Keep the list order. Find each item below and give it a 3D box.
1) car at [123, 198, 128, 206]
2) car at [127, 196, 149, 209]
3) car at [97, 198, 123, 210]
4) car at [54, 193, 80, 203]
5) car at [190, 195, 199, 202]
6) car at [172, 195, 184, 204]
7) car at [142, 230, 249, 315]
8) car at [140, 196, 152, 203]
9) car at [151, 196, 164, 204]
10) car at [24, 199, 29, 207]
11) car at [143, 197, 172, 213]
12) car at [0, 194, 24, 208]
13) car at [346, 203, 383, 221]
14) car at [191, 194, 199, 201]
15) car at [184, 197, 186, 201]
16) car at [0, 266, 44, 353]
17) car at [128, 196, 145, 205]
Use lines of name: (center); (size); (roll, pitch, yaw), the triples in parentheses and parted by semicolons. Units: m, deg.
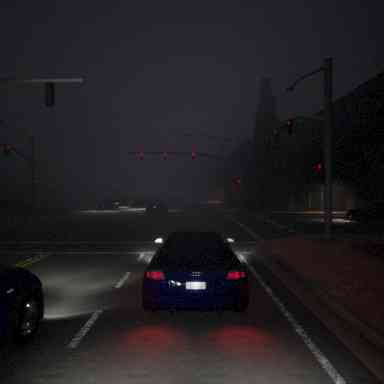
car: (-10.526, 1.564, 51.801); (1.994, 1.385, 4.181); (0, 0, 4)
car: (-7.169, 1.564, 46.102); (1.994, 1.385, 4.181); (0, 0, 2)
car: (-10.734, 1.505, 42.892); (1.837, 1.490, 4.892); (0, 0, 1)
car: (-24.937, 1.156, 65.664); (3.866, 1.878, 1.905); (0, 0, 0)
car: (0.584, 1.535, 72.637); (2.033, 1.411, 5.357); (0, 0, 2)
car: (-3.071, 1.505, 62.949); (1.837, 1.490, 4.892); (0, 0, 1)
car: (0.066, 1.564, 7.677); (1.994, 1.385, 4.181); (0, 0, 0)
car: (-9.942, 1.548, 71.780); (1.994, 1.385, 4.181); (0, 0, 2)
car: (-6.675, 1.564, 64.777); (1.994, 1.385, 4.181); (0, 0, 1)
car: (-24.912, 1.156, 46.041); (3.866, 1.878, 1.905); (0, 0, 0)
car: (-3.786, 1.564, 36.971); (1.994, 1.385, 4.181); (0, 0, 4)
car: (-24.969, 1.153, 43.146); (4.605, 1.855, 1.932); (0, 0, 0)
car: (15.241, 1.547, 26.458); (5.357, 1.411, 2.033); (0, 0, 0)
car: (0.864, 1.395, 83.281); (1.882, 1.535, 5.008); (0, 0, 2)
car: (-2.642, 1.553, 83.094); (1.994, 1.385, 4.181); (0, 0, 2)
car: (-3.442, 1.352, 3.538); (2.097, 1.767, 4.553); (0, 0, 0)
car: (-10.269, 1.492, 61.738); (2.128, 1.511, 4.902); (0, 0, 2)
